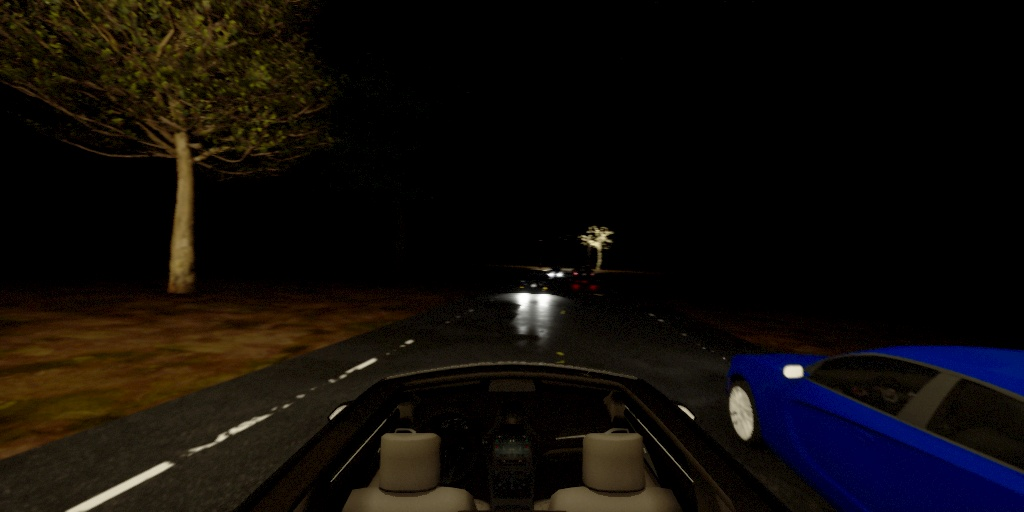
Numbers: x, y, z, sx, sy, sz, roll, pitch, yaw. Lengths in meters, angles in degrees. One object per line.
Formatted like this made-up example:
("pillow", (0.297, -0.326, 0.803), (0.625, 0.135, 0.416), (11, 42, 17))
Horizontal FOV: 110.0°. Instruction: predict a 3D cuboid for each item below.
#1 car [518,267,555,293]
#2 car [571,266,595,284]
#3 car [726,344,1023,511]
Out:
("car", (1.626, 1.669, 24.014), (1.994, 1.385, 4.181), (2, -1, 9))
("car", (7.141, 1.797, 35.958), (2.097, 1.767, 4.553), (2, -1, 9))
("car", (3.266, 1.345, 2.333), (1.882, 1.535, 5.008), (2, -1, 9))
